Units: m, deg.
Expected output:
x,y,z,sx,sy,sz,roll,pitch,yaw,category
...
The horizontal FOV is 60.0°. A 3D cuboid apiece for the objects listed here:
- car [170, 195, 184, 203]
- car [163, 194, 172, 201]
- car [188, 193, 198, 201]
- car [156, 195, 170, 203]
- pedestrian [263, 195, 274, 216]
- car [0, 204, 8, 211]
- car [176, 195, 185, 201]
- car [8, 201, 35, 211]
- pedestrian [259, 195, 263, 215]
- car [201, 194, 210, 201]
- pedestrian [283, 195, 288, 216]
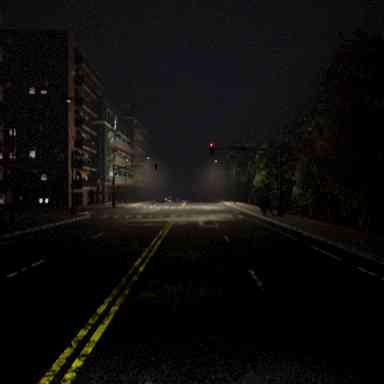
x,y,z,sx,sy,sz,roll,pitch,yaw,category
-3.043,1.431,69.027,1.882,1.535,5.008,0,0,0,car
-6.243,1.424,85.424,1.882,1.535,5.008,0,0,0,car
0.258,1.169,85.615,2.150,2.045,5.566,0,0,0,car
-6.292,1.494,69.037,2.033,1.411,5.357,0,0,0,car
6.436,1.117,28.070,0.375,1.860,0.375,0,0,0,pedestrian
-22.567,1.556,34.623,5.009,1.841,2.192,-1,1,-1,car
-2.992,1.472,85.412,2.128,1.511,4.902,0,0,0,car
-22.659,1.807,43.274,4.206,1.307,1.802,-1,1,-1,car
6.252,1.116,29.368,0.375,1.860,0.375,0,0,0,pedestrian
3.509,1.444,85.574,1.837,1.490,4.892,0,0,0,car
8.055,1.116,28.762,0.375,1.860,0.375,0,0,0,pedestrian
